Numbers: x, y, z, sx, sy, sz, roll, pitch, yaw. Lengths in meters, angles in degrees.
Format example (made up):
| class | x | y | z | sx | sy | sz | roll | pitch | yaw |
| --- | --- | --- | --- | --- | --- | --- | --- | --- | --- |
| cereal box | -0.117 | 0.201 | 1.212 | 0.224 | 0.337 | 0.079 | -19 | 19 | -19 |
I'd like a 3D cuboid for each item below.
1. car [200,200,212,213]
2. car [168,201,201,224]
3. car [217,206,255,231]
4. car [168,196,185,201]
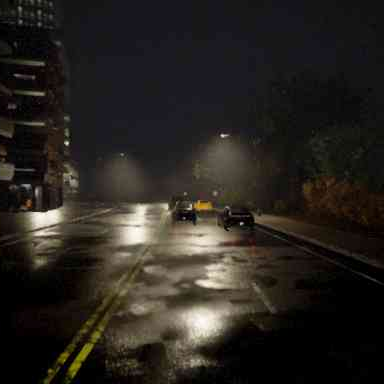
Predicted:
| class | x | y | z | sx | sy | sz | roll | pitch | yaw |
| --- | --- | --- | --- | --- | --- | --- | --- | --- | --- |
| car | 1.408 | 1.799 | 42.616 | 1.882 | 1.535 | 5.008 | 0 | 0 | -5 |
| car | -0.691 | 1.698 | 26.428 | 2.128 | 1.511 | 4.902 | 0 | 0 | -3 |
| car | 2.793 | 1.661 | 21.925 | 2.128 | 1.511 | 4.902 | 0 | 0 | -3 |
| car | -2.157 | 1.570 | 45.893 | 2.150 | 2.045 | 5.566 | 0 | 0 | -5 |
